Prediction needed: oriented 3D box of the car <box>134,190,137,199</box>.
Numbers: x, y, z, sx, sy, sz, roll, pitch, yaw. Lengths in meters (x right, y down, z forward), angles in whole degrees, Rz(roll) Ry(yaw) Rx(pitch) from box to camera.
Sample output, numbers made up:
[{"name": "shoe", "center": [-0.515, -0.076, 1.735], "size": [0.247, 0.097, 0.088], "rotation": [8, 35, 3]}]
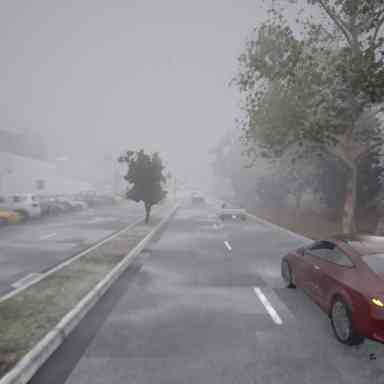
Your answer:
[{"name": "car", "center": [-13.772, 0.716, 65.849], "size": [4.553, 1.767, 2.185], "rotation": [-1, 1, -20]}]

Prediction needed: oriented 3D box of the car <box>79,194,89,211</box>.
[{"name": "car", "center": [-13.824, 1.306, 35.838], "size": [4.674, 1.452, 2.002], "rotation": [-1, 1, -20]}]

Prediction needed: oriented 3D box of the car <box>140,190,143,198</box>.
[{"name": "car", "center": [-13.804, 0.786, 71.846], "size": [4.892, 1.521, 2.231], "rotation": [-1, 0, -20]}]

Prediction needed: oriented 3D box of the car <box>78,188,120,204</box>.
[{"name": "car", "center": [-13.792, 0.824, 47.853], "size": [5.566, 2.045, 2.435], "rotation": [-1, 1, -20]}]

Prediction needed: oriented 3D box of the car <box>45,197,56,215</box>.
[{"name": "car", "center": [-13.853, 1.412, 26.814], "size": [4.792, 1.488, 2.163], "rotation": [-1, 1, -20]}]

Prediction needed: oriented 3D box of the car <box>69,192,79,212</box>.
[{"name": "car", "center": [-13.855, 1.183, 32.825], "size": [4.553, 1.767, 2.185], "rotation": [-1, 1, -20]}]

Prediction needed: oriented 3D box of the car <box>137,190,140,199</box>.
[{"name": "car", "center": [-13.832, 0.688, 68.835], "size": [4.553, 1.767, 2.185], "rotation": [-1, 0, -20]}]

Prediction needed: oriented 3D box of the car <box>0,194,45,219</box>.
[{"name": "car", "center": [-13.858, 1.162, 23.812], "size": [5.566, 2.045, 2.435], "rotation": [-1, 1, -20]}]

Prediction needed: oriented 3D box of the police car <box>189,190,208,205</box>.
[{"name": "police car", "center": [0.901, 0.981, 49.667], "size": [1.930, 1.638, 5.238], "rotation": [0, 1, 0]}]

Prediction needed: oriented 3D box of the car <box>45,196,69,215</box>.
[{"name": "car", "center": [-13.828, 1.391, 29.839], "size": [4.674, 1.452, 2.002], "rotation": [-1, 0, -20]}]

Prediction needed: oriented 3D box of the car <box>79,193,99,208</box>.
[{"name": "car", "center": [-13.812, 1.219, 38.837], "size": [5.008, 1.535, 2.097], "rotation": [-1, 1, -20]}]

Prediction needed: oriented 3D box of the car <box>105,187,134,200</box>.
[{"name": "car", "center": [-13.832, 0.659, 59.821], "size": [5.566, 2.045, 2.435], "rotation": [-1, 1, -20]}]

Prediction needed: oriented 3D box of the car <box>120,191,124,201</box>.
[{"name": "car", "center": [-13.637, 1.024, 50.908], "size": [5.366, 1.575, 1.946], "rotation": [-1, 1, -20]}]

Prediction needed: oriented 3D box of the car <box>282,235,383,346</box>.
[{"name": "car", "center": [3.101, 1.525, 6.222], "size": [1.812, 1.442, 4.674], "rotation": [0, 0, 0]}]

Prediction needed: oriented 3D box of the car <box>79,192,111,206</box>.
[{"name": "car", "center": [-13.789, 1.151, 44.854], "size": [4.792, 1.488, 2.163], "rotation": [-1, 1, -20]}]

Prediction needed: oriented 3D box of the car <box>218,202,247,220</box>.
[{"name": "car", "center": [3.101, 1.492, 26.706], "size": [1.895, 1.301, 4.718], "rotation": [0, 1, 0]}]

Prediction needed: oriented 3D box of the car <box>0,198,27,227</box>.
[{"name": "car", "center": [-13.659, 1.432, 20.887], "size": [5.366, 1.575, 1.946], "rotation": [-1, 0, -20]}]

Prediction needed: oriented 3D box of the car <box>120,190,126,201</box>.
[{"name": "car", "center": [-13.982, 0.989, 53.774], "size": [5.366, 1.575, 1.946], "rotation": [-1, 1, -20]}]
